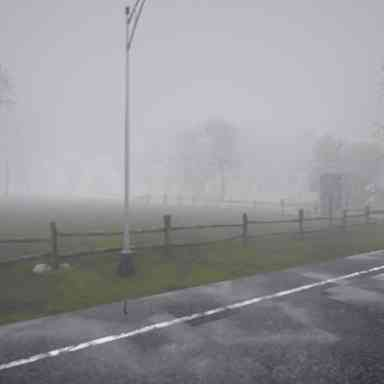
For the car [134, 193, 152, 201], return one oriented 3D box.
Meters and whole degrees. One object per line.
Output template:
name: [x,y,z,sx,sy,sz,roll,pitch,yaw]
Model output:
car: [-9.309,0.859,62.925,1.812,1.442,4.674,-1,1,-36]
